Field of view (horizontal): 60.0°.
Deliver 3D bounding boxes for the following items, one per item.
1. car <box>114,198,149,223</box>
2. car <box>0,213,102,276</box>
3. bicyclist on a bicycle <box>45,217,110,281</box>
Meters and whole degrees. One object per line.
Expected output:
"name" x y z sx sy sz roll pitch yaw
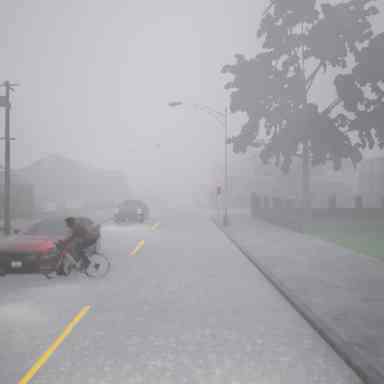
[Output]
"car" -4.518 1.352 25.276 2.097 1.767 4.553 0 0 -1
"car" -4.297 1.477 10.568 1.882 1.535 5.008 0 0 -1
"bicyclist on a bicycle" -2.948 1.460 8.511 1.656 1.620 0.582 -1 2 -9
